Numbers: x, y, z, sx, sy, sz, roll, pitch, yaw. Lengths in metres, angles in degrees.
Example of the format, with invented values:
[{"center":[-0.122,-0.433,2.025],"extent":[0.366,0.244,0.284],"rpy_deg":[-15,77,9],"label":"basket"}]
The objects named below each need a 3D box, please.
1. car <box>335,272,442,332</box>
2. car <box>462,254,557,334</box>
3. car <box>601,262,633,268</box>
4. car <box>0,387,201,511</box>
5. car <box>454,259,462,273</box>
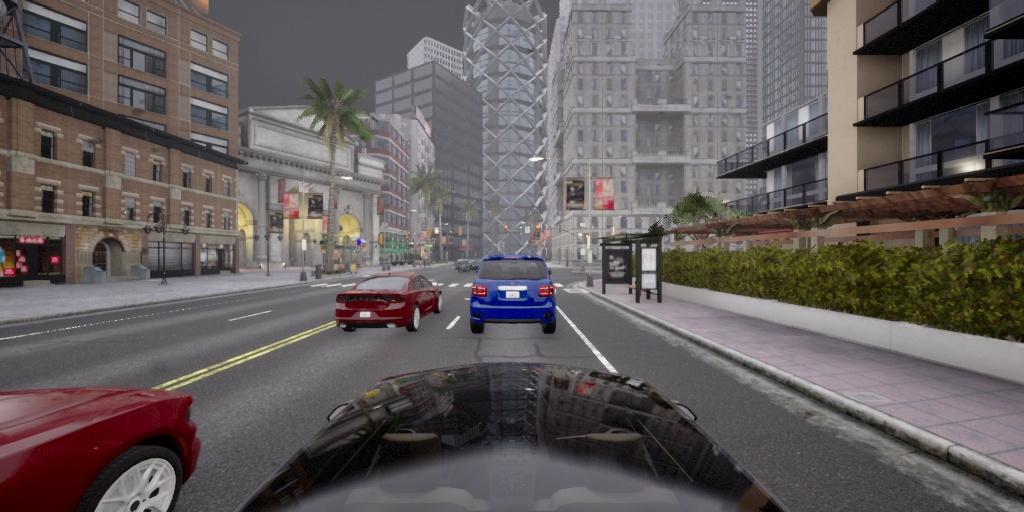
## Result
[{"center":[-3.443,1.228,10.932],"extent":[1.882,1.535,5.008],"rpy_deg":[0,0,0],"label":"car"},{"center":[0.052,0.971,10.823],"extent":[2.150,2.045,5.566],"rpy_deg":[0,0,1],"label":"car"},{"center":[15.139,1.227,50.977],"extent":[5.008,1.535,1.882],"rpy_deg":[0,0,0],"label":"car"},{"center":[-3.390,1.228,0.749],"extent":[1.882,1.535,5.008],"rpy_deg":[0,0,0],"label":"car"},{"center":[-4.555,1.102,42.383],"extent":[4.553,1.767,2.097],"rpy_deg":[0,0,-39],"label":"car"}]
